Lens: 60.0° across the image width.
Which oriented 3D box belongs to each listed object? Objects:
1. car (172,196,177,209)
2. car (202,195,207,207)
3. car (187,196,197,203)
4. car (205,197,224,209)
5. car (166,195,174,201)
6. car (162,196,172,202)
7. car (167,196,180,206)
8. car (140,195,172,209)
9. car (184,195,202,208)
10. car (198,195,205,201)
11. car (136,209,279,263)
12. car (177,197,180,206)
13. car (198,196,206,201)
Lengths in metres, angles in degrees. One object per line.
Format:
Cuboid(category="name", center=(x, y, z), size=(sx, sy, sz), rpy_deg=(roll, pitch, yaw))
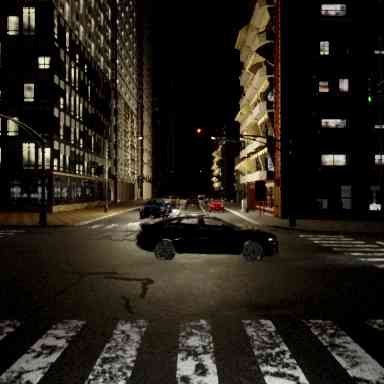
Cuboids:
Cuboid(category="car", center=(-3.152, 1.500, 37.221), size=(2.128, 1.511, 4.902), rpy_deg=(0, 0, 0))
Cuboid(category="car", center=(2.614, 1.567, 50.181), size=(2.008, 1.369, 4.403), rpy_deg=(0, 0, 0))
Cuboid(category="car", center=(-0.007, 1.595, 69.769), size=(1.994, 1.385, 4.181), rpy_deg=(0, 0, 0))
Cuboid(category="car", center=(2.685, 1.591, 37.264), size=(1.802, 1.307, 4.206), rpy_deg=(0, 0, 0))
Cuboid(category="car", center=(-5.828, 1.595, 89.708), size=(1.887, 1.381, 4.507), rpy_deg=(0, 0, 0))
Cuboid(category="car", center=(-5.810, 1.589, 78.411), size=(2.008, 1.369, 4.403), rpy_deg=(0, 0, 0))
Cuboid(category="car", center=(-3.088, 1.498, 56.751), size=(1.882, 1.535, 5.008), rpy_deg=(0, 0, 0))
Cuboid(category="car", center=(-3.138, 1.357, 28.173), size=(2.097, 1.767, 4.553), rpy_deg=(0, 0, 0))
Cuboid(category="car", center=(0.028, 1.520, 47.299), size=(1.837, 1.490, 4.892), rpy_deg=(0, 0, 0))
Cuboid(category="car", center=(2.552, 1.491, 89.721), size=(1.967, 1.590, 4.097), rpy_deg=(0, 0, 0))
Cuboid(category="car", center=(0.513, 1.525, 11.651), size=(4.902, 1.511, 2.128), rpy_deg=(1, 0, -1))
Cuboid(category="car", center=(-3.146, 1.615, 46.478), size=(1.895, 1.301, 4.718), rpy_deg=(0, 0, 0))
Cuboid(category="car", center=(2.561, 1.626, 84.073), size=(1.802, 1.307, 4.206), rpy_deg=(0, 0, 0))
